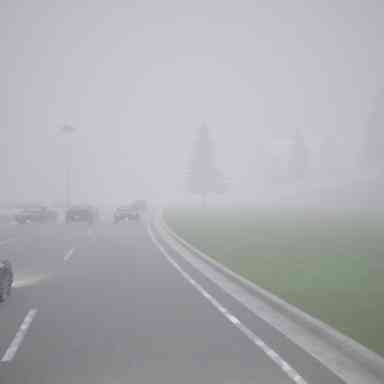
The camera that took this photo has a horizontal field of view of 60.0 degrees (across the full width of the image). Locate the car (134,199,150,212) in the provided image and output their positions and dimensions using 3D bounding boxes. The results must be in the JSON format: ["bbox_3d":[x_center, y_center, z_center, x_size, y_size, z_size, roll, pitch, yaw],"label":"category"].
[{"bbox_3d":[-6.284,1.685,40.922,1.837,1.490,4.892,-1,0,-2],"label":"car"}]

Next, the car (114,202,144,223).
[{"bbox_3d":[-5.102,1.731,26.778,1.895,1.301,4.718,-1,0,-7],"label":"car"}]

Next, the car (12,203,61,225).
[{"bbox_3d":[-12.111,1.826,26.382,1.895,1.301,4.718,-1,0,-7],"label":"car"}]

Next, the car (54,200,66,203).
[{"bbox_3d":[-21.542,1.981,54.623,1.994,1.385,4.181,-1,0,1],"label":"car"}]

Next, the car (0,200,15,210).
[{"bbox_3d":[-28.563,2.032,52.012,1.812,1.442,4.674,-1,0,1],"label":"car"}]

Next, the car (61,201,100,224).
[{"bbox_3d":[-8.576,1.655,26.420,1.882,1.535,5.008,-1,0,-7],"label":"car"}]

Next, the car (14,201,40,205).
[{"bbox_3d":[-25.075,2.060,51.781,1.895,1.301,4.718,-1,0,1],"label":"car"}]

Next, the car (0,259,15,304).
[{"bbox_3d":[-4.267,1.618,5.135,2.033,1.411,5.357,-1,0,-17],"label":"car"}]
